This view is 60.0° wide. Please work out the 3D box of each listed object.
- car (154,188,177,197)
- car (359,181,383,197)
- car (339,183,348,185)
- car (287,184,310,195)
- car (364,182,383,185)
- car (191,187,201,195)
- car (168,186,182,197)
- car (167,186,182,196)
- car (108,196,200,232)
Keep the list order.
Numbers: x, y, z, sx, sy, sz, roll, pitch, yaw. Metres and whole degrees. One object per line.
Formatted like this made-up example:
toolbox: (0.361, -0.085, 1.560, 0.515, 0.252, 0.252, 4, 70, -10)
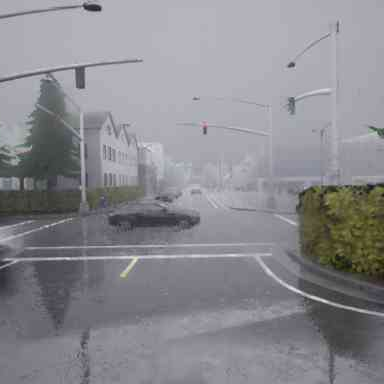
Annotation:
car: (-3.112, 0.601, 37.079, 1.895, 1.301, 4.718, -1, 2, 1)
car: (22.908, -0.367, 41.347, 1.932, 1.855, 4.605, -1, 2, 0)
car: (26.229, -0.847, 58.691, 2.152, 1.636, 5.027, -1, 2, 0)
car: (16.077, -0.296, 51.436, 2.007, 1.523, 4.514, -1, 2, 0)
car: (19.540, -0.107, 33.518, 1.905, 1.878, 3.866, -1, 2, 0)
car: (0.779, -0.191, 60.713, 1.812, 1.442, 4.674, -1, 2, 1)
car: (-2.830, -0.190, 57.022, 2.097, 1.767, 4.553, -1, 1, 1)
car: (-2.944, 0.075, 47.254, 2.097, 1.767, 4.553, -1, 2, 1)
car: (-1.907, 1.169, 16.999, 4.674, 1.442, 1.812, -1, 3, 1)
